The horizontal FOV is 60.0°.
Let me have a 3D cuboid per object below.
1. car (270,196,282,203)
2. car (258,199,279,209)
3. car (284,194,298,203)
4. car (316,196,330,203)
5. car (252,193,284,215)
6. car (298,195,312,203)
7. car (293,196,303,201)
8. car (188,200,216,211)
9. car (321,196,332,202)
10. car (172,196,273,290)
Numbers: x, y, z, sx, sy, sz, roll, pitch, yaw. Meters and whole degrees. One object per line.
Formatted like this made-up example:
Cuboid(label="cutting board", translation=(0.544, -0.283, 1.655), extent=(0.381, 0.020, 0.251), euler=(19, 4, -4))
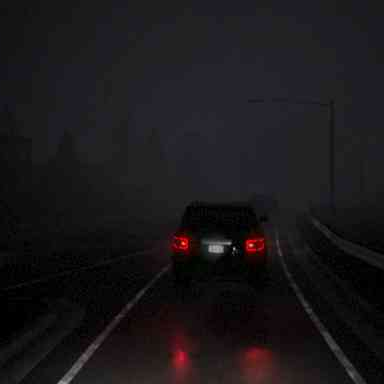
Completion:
Cuboid(label="car", translation=(20.595, 1.790, 81.660), extent=(1.812, 1.442, 4.674), euler=(0, 0, 28))
Cuboid(label="car", translation=(11.306, 1.722, 48.712), extent=(1.994, 1.385, 4.181), euler=(0, 0, 28))
Cuboid(label="car", translation=(23.500, 1.760, 79.664), extent=(1.837, 1.490, 4.892), euler=(0, 0, 28))
Cuboid(label="car", translation=(30.377, 1.780, 77.702), extent=(1.812, 1.442, 4.674), euler=(0, 0, 28))
Cuboid(label="car", translation=(7.228, 1.332, 33.423), extent=(2.150, 2.045, 5.566), euler=(0, 0, 28))
Cuboid(label="car", translation=(26.972, 1.613, 78.748), extent=(2.097, 1.767, 4.553), euler=(0, 0, 28))
Cuboid(label="car", translation=(28.346, 1.687, 88.888), extent=(1.812, 1.442, 4.674), euler=(0, 0, 28))
Cuboid(label="car", translation=(1.355, 1.745, 44.824), extent=(1.895, 1.301, 4.718), euler=(0, 0, 28))
Cuboid(label="car", translation=(35.123, 1.826, 86.736), extent=(2.033, 1.411, 5.357), euler=(0, 0, 28))
Cuboid(label="car", translation=(0.963, 1.254, 9.432), extent=(2.150, 2.045, 5.566), euler=(0, 0, 10))
